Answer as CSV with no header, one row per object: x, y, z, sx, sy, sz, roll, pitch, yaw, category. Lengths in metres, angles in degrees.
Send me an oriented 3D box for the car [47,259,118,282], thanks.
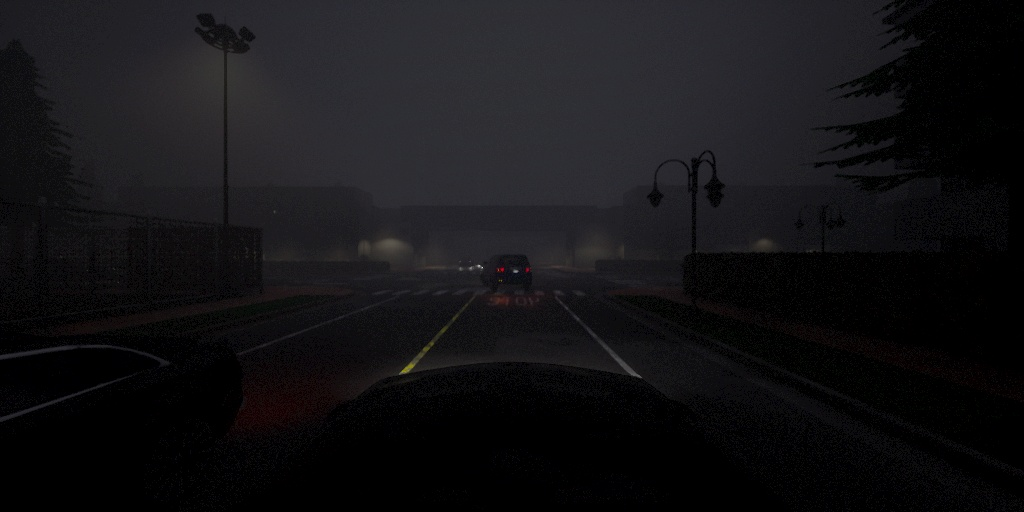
-33.363,1.028,27.570,4.553,1.767,2.097,0,0,1,car

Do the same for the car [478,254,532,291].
-0.430,0.924,21.828,2.150,2.045,5.566,1,0,-13,car

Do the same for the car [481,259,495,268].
-3.835,1.156,58.071,1.994,1.385,4.181,0,0,1,car

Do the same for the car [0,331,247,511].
-3.586,1.240,1.513,2.128,1.511,4.902,0,0,1,car

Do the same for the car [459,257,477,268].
-7.332,0.942,58.207,2.097,1.767,4.553,0,0,1,car
